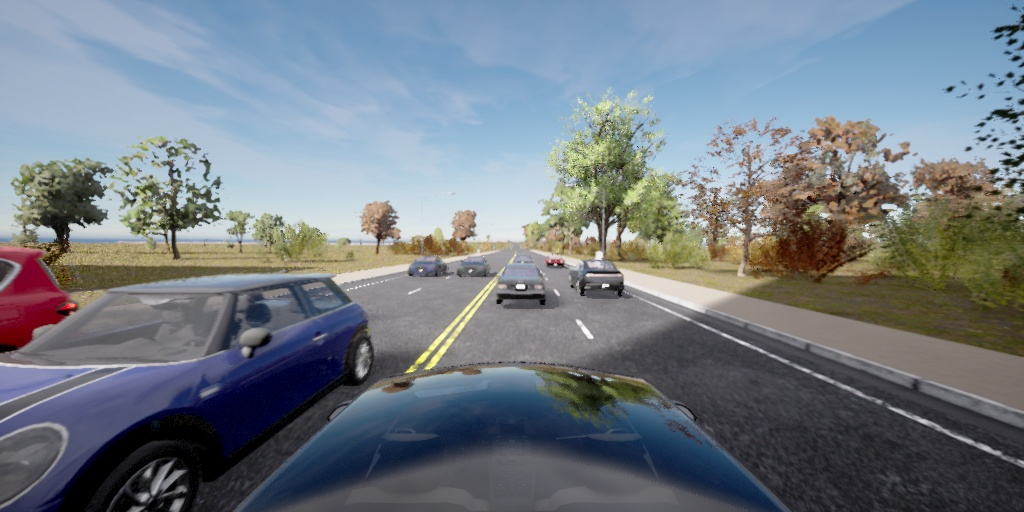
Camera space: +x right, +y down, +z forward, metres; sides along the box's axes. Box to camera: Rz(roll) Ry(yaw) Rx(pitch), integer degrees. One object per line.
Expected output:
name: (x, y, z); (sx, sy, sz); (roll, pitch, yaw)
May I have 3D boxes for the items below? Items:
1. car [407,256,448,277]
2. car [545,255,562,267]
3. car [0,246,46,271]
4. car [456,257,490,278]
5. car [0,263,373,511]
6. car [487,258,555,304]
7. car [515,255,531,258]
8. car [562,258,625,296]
car: (-5.851, 0.700, 25.295); (1.994, 1.385, 4.181); (1, 1, 2)
car: (4.436, 0.510, 38.139); (1.895, 1.301, 4.718); (1, 1, 2)
car: (-6.578, 0.905, 2.181); (2.150, 2.045, 5.566); (1, 1, 2)
car: (-2.605, 0.732, 25.148); (1.994, 1.385, 4.181); (1, 1, 2)
car: (-3.273, 1.026, 3.711); (2.097, 1.767, 4.553); (1, 1, 2)
car: (0.377, 1.000, 14.381); (2.033, 1.411, 5.357); (1, 1, 2)
car: (0.979, 0.574, 32.158); (2.033, 1.411, 5.357); (1, 1, 2)
car: (3.782, 0.918, 16.638); (2.128, 1.511, 4.902); (1, 1, 2)
